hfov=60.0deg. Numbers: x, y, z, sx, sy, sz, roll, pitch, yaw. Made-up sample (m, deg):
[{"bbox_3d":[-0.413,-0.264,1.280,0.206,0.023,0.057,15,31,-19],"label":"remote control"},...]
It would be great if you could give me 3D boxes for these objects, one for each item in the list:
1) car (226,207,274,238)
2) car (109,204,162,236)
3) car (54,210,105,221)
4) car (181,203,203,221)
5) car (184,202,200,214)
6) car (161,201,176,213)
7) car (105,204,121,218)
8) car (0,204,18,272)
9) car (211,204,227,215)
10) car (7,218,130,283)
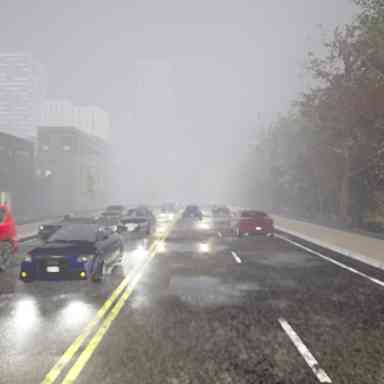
[{"bbox_3d":[3.352,1.711,19.264,1.882,1.535,5.008,0,-1,0],"label":"car"},{"bbox_3d":[-3.251,1.737,20.214,2.128,1.511,4.902,0,-1,0],"label":"car"},{"bbox_3d":[-6.510,1.821,18.149,1.895,1.301,4.718,0,-1,0],"label":"car"},{"bbox_3d":[0.010,1.908,31.646,1.812,1.442,4.674,0,-1,0],"label":"car"},{"bbox_3d":[0.044,2.104,44.923,1.994,1.385,4.181,0,-1,1],"label":"car"},{"bbox_3d":[-3.248,2.051,46.171,2.128,1.511,4.902,0,-1,0],"label":"car"},{"bbox_3d":[-6.499,1.849,28.463,1.837,1.490,4.892,0,-1,0],"label":"car"},{"bbox_3d":[-6.581,1.324,8.350,2.150,2.045,5.566,0,-1,0],"label":"car"},{"bbox_3d":[3.353,2.086,40.333,1.895,1.301,4.718,0,-1,0],"label":"car"},{"bbox_3d":[-3.325,1.686,9.964,1.994,1.385,4.181,0,-1,0],"label":"car"}]
